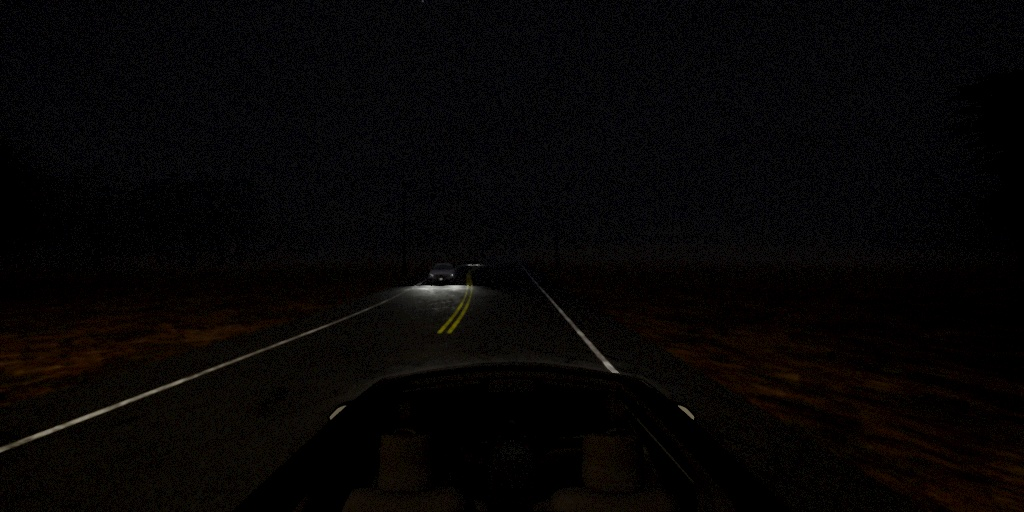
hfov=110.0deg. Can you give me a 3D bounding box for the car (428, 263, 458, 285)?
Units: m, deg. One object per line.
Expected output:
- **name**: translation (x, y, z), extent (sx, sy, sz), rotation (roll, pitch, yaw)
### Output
- **car**: translation (-4.898, 1.220, 25.699), extent (1.812, 1.442, 4.674), rotation (0, 0, -7)
